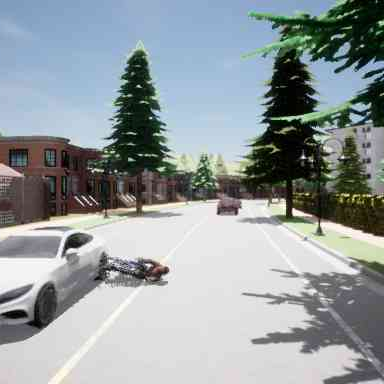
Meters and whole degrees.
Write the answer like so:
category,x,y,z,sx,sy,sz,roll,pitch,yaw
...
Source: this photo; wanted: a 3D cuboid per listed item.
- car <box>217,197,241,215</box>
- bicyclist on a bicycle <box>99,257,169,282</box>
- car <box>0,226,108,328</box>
category,x,y,z,sx,sy,sz,roll,pitch,yaw
car,3.810,1.353,34.843,2.097,1.767,4.553,0,0,9
bicyclist on a bicycle,-1.392,1.945,8.274,1.620,0.582,1.656,4,-29,3
car,-3.209,1.522,7.163,1.812,1.442,4.674,0,0,4
